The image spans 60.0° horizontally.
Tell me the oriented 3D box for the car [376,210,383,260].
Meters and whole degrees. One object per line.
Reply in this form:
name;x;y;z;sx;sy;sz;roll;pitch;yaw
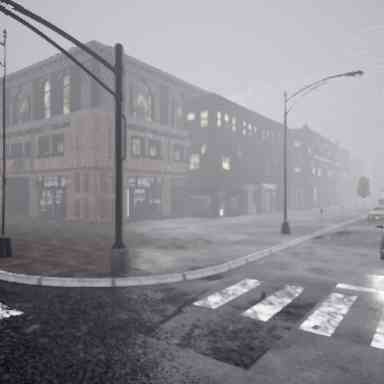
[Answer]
car;7.957;1.573;12.040;1.837;1.490;4.892;0;0;32

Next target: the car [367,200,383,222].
car;15.449;1.669;27.174;1.752;1.417;4.829;0;0;35
